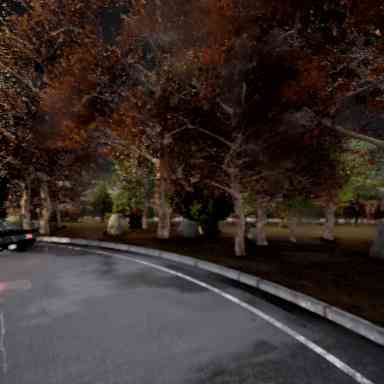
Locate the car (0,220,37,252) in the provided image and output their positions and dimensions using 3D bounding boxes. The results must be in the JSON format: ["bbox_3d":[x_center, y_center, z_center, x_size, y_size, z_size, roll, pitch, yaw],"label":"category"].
[{"bbox_3d":[-8.576,1.801,13.523,4.718,1.301,1.895,-1,0,30],"label":"car"}]
